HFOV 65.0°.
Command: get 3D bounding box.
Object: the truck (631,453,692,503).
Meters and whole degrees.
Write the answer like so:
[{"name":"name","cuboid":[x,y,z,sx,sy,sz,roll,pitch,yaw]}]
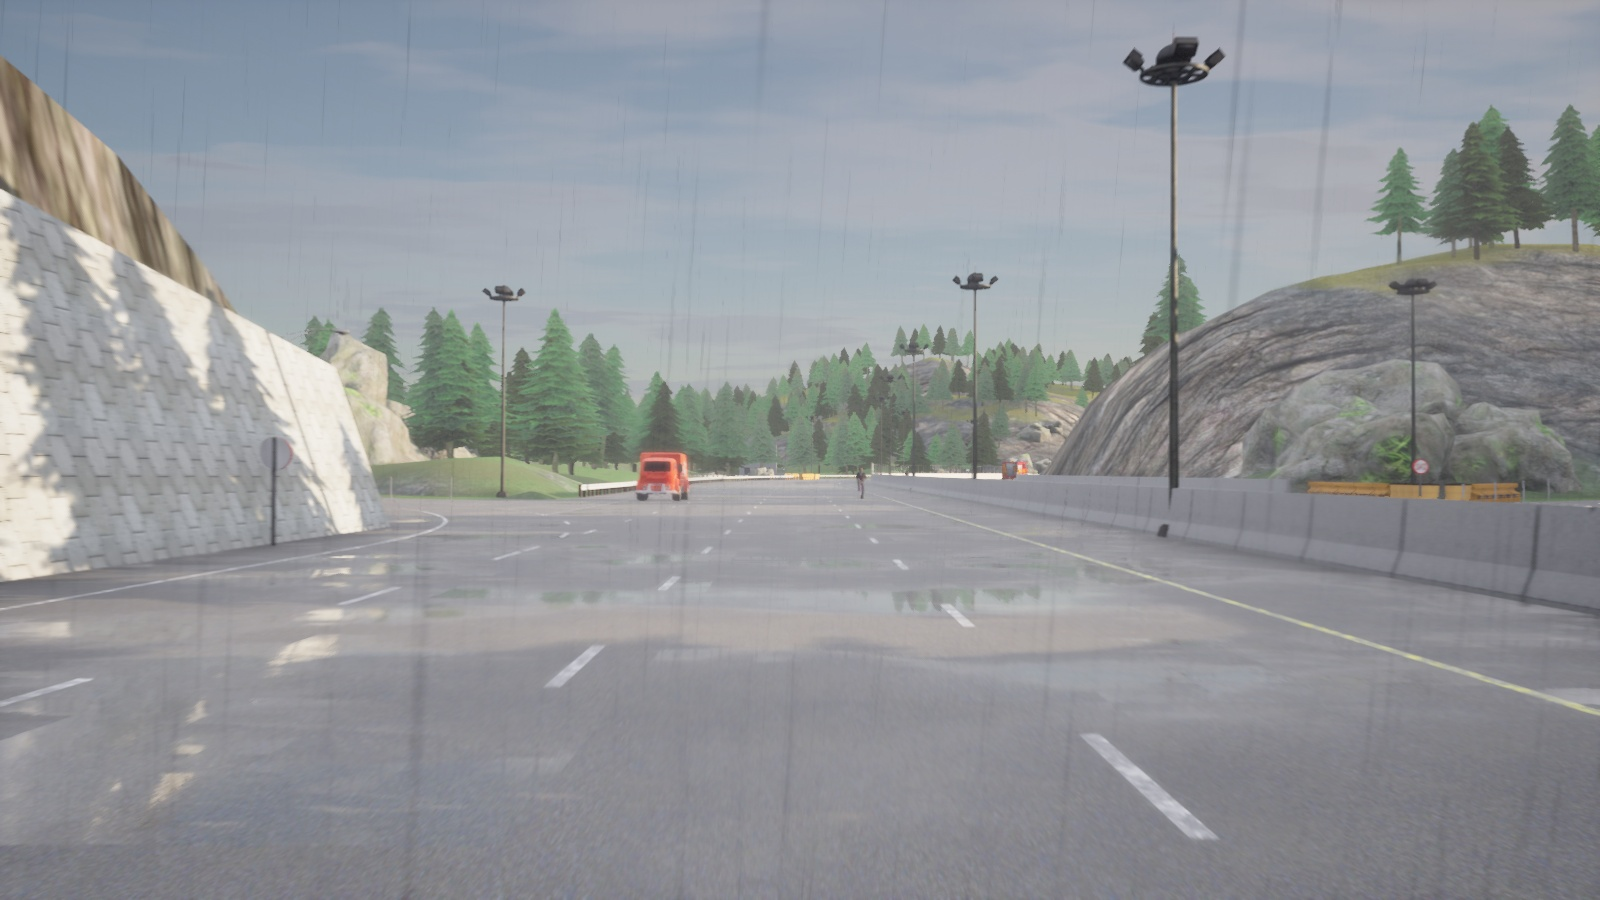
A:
[{"name":"truck","cuboid":[-7.161,1.451,65.458,2.627,2.467,5.204,0,-1,0]}]
